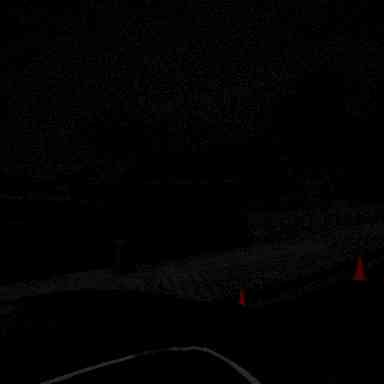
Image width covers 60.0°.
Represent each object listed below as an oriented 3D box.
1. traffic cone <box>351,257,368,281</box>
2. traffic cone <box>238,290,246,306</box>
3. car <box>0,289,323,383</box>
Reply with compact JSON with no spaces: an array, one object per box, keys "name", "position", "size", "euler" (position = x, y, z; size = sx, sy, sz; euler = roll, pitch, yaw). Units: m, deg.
[{"name":"traffic cone","position":[4.519,2.055,8.954],"size":[0.340,0.580,0.340],"euler":[1,-1,-43]},{"name":"traffic cone","position":[0.864,2.010,5.775],"size":[0.340,0.580,0.340],"euler":[1,-1,-39]},{"name":"car","position":[-1.208,1.514,1.823],"size":[4.892,1.490,1.837],"euler":[0,0,-37]}]
